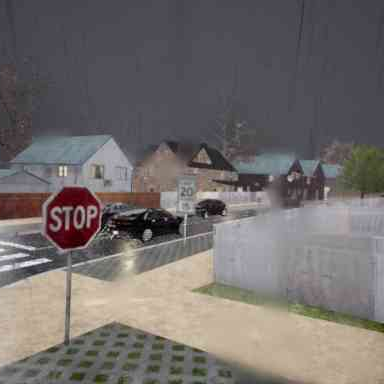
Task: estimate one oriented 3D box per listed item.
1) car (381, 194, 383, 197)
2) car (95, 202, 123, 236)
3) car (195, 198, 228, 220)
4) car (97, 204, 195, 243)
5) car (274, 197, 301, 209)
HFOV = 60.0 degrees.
[{"bbox_3d":[41.149,1.203,70.223,4.674,1.442,1.812,0,3,-43],"label":"car"},{"bbox_3d":[-4.603,1.316,17.545,2.128,1.511,4.902,4,2,32],"label":"car"},{"bbox_3d":[1.197,1.303,26.889,1.837,1.490,4.892,4,2,33],"label":"car"},{"bbox_3d":[-2.025,1.488,16.355,1.837,1.490,4.892,4,2,31],"label":"car"},{"bbox_3d":[12.211,1.383,42.476,1.895,1.301,4.718,4,3,38],"label":"car"}]
